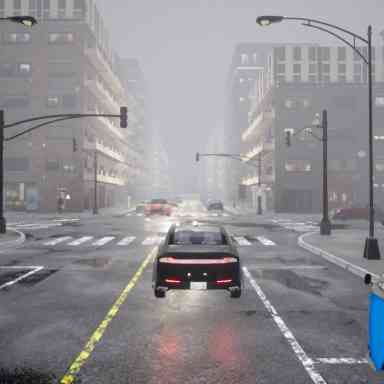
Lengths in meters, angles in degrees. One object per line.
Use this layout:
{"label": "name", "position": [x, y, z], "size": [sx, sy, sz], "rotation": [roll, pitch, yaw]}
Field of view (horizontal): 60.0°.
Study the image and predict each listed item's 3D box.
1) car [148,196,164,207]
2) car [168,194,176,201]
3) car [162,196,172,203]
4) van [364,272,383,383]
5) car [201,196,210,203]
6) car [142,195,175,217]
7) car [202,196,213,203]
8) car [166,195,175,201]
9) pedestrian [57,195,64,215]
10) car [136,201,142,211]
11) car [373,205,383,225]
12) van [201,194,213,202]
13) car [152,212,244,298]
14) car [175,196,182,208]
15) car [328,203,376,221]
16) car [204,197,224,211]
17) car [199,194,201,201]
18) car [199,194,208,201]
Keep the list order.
{"label": "car", "position": [-5.548, 1.459, 51.252], "size": [1.967, 1.590, 4.097], "rotation": [1, 0, 0]}
{"label": "car", "position": [-5.450, 1.480, 90.750], "size": [1.967, 1.590, 4.097], "rotation": [1, 0, 0]}
{"label": "car", "position": [-5.494, 1.575, 73.822], "size": [1.887, 1.381, 4.507], "rotation": [1, 0, 0]}
{"label": "van", "position": [2.679, 1.342, 1.999], "size": [1.690, 1.788, 3.998], "rotation": [1, 0, 0]}
{"label": "car", "position": [2.885, 1.612, 73.801], "size": [1.802, 1.307, 4.206], "rotation": [1, 0, 0]}
{"label": "car", "position": [-3.024, 1.362, 30.779], "size": [2.097, 1.767, 4.553], "rotation": [0, 0, 0]}
{"label": "car", "position": [2.816, 1.567, 45.588], "size": [2.008, 1.369, 4.403], "rotation": [1, 0, 0]}
{"label": "car", "position": [-5.466, 1.587, 85.107], "size": [2.008, 1.369, 4.403], "rotation": [1, 0, 0]}
{"label": "pedestrian", "position": [-12.461, 1.217, 31.425], "size": [0.375, 1.860, 0.375], "rotation": [0, -1, 1]}
{"label": "car", "position": [-5.577, 1.539, 39.796], "size": [1.752, 1.417, 4.829], "rotation": [1, 0, 0]}
{"label": "car", "position": [13.587, 1.583, 19.722], "size": [4.313, 1.339, 1.947], "rotation": [0, -1, 1]}
{"label": "van", "position": [2.847, 1.362, 56.873], "size": [1.690, 1.788, 3.998], "rotation": [1, 0, 0]}
{"label": "car", "position": [0.122, 1.494, 8.488], "size": [2.128, 1.511, 4.902], "rotation": [0, 0, 0]}
{"label": "car", "position": [-2.975, 1.565, 49.367], "size": [2.033, 1.411, 5.357], "rotation": [0, 0, 0]}
{"label": "car", "position": [13.712, 1.608, 28.104], "size": [4.097, 1.590, 1.967], "rotation": [0, -1, 1]}
{"label": "car", "position": [2.802, 1.580, 39.946], "size": [1.947, 1.339, 4.313], "rotation": [1, 0, 0]}
{"label": "car", "position": [2.873, 1.552, 68.328], "size": [1.752, 1.417, 4.829], "rotation": [1, 0, 0]}
{"label": "car", "position": [2.918, 1.352, 85.086], "size": [2.192, 1.841, 5.009], "rotation": [1, 0, 0]}
